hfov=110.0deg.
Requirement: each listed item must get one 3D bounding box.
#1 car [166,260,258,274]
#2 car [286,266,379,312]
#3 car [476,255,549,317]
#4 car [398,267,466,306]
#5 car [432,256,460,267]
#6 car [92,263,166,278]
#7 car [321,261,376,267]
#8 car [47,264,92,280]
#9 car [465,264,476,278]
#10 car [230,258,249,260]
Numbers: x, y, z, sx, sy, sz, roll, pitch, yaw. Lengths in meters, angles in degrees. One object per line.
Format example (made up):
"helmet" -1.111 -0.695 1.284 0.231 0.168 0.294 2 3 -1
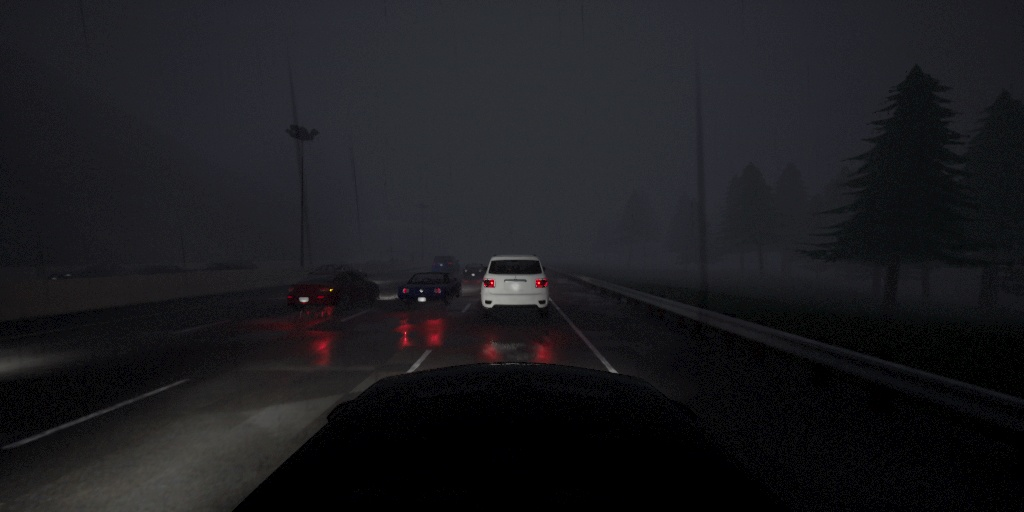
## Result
"car" -21.099 1.247 25.598 2.128 1.511 4.902 0 0 0
"car" -6.901 1.278 14.209 1.812 1.442 4.674 0 0 0
"car" 0.098 0.974 13.270 2.150 2.045 5.566 0 0 0
"car" -3.401 1.354 15.795 1.895 1.301 4.718 0 0 0
"car" -6.903 0.979 37.735 2.150 2.045 5.566 0 0 0
"car" -24.601 1.303 24.662 2.033 1.411 5.357 0 0 0
"car" -10.401 1.246 21.744 2.128 1.511 4.902 0 0 0
"car" -31.597 1.282 27.086 1.812 1.442 4.674 0 0 0
"car" -3.405 1.358 33.691 1.895 1.301 4.718 0 0 0
"car" -28.092 1.109 36.217 2.097 1.767 4.553 0 0 0
